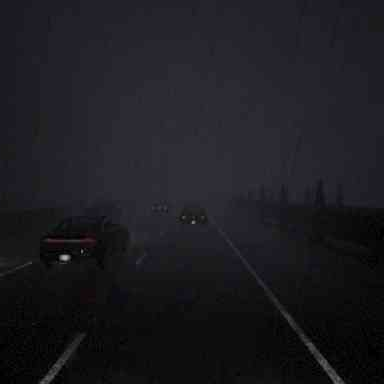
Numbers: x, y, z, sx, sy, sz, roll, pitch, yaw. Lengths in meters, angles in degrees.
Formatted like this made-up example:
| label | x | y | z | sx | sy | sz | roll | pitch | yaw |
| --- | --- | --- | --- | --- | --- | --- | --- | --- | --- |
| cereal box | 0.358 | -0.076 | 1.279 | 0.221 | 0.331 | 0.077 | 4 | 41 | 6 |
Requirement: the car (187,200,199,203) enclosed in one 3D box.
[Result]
| label | x | y | z | sx | sy | sz | roll | pitch | yaw |
| --- | --- | --- | --- | --- | --- | --- | --- | --- | --- |
| car | 0.092 | 1.723 | 41.396 | 1.837 | 1.490 | 4.892 | 0 | 0 | 0 |

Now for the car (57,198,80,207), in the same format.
| label | x | y | z | sx | sy | sz | roll | pitch | yaw |
| --- | --- | --- | --- | --- | --- | --- | --- | --- | --- |
| car | -21.052 | 1.793 | 56.985 | 2.128 | 1.511 | 4.902 | 0 | 0 | 1 |

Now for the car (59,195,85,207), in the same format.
| label | x | y | z | sx | sy | sz | roll | pitch | yaw |
| --- | --- | --- | --- | --- | --- | --- | --- | --- | --- |
| car | -17.578 | 1.485 | 49.485 | 2.150 | 2.045 | 5.566 | 0 | -1 | 0 |

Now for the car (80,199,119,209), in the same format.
| label | x | y | z | sx | sy | sz | roll | pitch | yaw |
| --- | --- | --- | --- | --- | --- | --- | --- | --- | --- |
| car | -6.905 | 1.617 | 26.283 | 1.882 | 1.535 | 5.008 | 0 | 0 | 0 |

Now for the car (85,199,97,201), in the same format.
| label | x | y | z | sx | sy | sz | roll | pitch | yaw |
| --- | --- | --- | --- | --- | --- | --- | --- | --- | --- |
| car | -14.085 | 1.772 | 50.413 | 1.837 | 1.490 | 4.892 | 0 | 0 | 0 |

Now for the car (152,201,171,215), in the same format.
| label | x | y | z | sx | sy | sz | roll | pitch | yaw |
| --- | --- | --- | --- | --- | --- | --- | --- | --- | --- |
| car | -3.407 | 1.745 | 37.284 | 2.033 | 1.411 | 5.357 | 0 | 0 | 0 |

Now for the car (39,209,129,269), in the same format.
| label | x | y | z | sx | sy | sz | roll | pitch | yaw |
| --- | --- | --- | --- | --- | --- | --- | --- | --- | --- |
| car | -3.404 | 1.552 | 11.334 | 2.128 | 1.511 | 4.902 | 0 | 0 | 0 |

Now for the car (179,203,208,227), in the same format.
| label | x | y | z | sx | sy | sz | roll | pitch | yaw |
| --- | --- | --- | --- | --- | --- | --- | --- | --- | --- |
| car | 0.096 | 1.728 | 24.028 | 1.895 | 1.301 | 4.718 | 0 | 0 | 0 |
